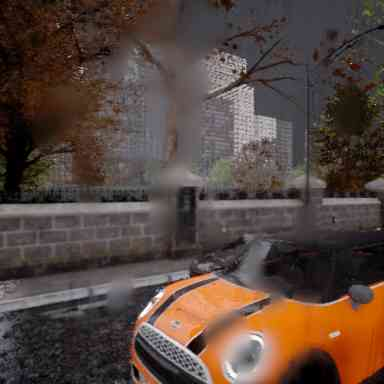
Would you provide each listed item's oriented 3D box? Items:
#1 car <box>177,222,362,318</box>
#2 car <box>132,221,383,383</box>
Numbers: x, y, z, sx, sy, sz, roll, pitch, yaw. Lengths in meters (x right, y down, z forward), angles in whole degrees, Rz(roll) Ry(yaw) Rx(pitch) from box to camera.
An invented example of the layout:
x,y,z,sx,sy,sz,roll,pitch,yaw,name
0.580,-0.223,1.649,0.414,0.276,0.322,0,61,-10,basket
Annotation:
x,y,z,sx,sy,sz,roll,pitch,yaw,name
1.978,1.564,7.962,4.313,1.339,1.947,0,0,-35,car
1.513,1.351,4.454,4.553,1.767,2.097,0,0,-35,car
